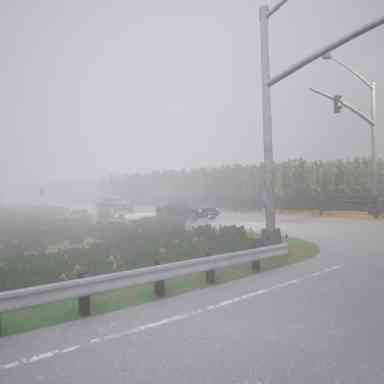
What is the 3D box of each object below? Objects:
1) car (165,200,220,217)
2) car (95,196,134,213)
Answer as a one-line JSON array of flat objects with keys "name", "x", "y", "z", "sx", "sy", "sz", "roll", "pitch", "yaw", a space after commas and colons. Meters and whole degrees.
[{"name": "car", "x": -0.355, "y": 1.177, "z": 22.035, "sx": 1.895, "sy": 1.301, "sz": 4.718, "roll": -3, "pitch": 2, "yaw": -41}, {"name": "car", "x": -7.024, "y": 1.121, "z": 29.833, "sx": 1.837, "sy": 1.490, "sz": 4.892, "roll": -3, "pitch": 2, "yaw": -40}]
